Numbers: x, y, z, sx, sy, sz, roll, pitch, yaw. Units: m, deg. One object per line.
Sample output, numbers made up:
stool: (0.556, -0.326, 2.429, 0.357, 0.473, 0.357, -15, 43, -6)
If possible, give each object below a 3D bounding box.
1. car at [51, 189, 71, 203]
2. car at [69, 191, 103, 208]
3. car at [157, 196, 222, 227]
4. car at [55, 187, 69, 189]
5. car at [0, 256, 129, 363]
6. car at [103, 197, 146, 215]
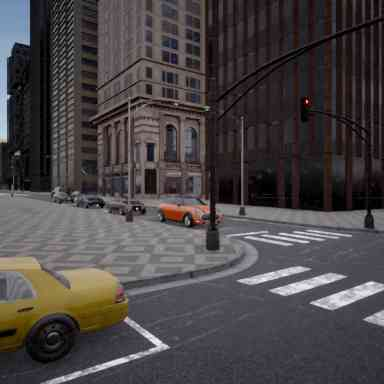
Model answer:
car: (-16.670, 0.661, 43.144, 1.837, 1.490, 4.892, 0, 1, -36)
car: (-10.834, 0.892, 34.937, 2.033, 1.411, 5.357, 0, 1, -35)
car: (-0.218, 1.049, 20.093, 2.097, 1.767, 4.553, 0, 1, -36)
car: (-21.924, 0.132, 55.759, 2.150, 2.045, 5.566, 0, 1, -36)
car: (-3.261, 1.525, 4.323, 4.829, 1.417, 1.752, 0, 0, -35)
car: (-5.412, 1.087, 27.353, 1.994, 1.385, 4.181, 0, 1, -36)
